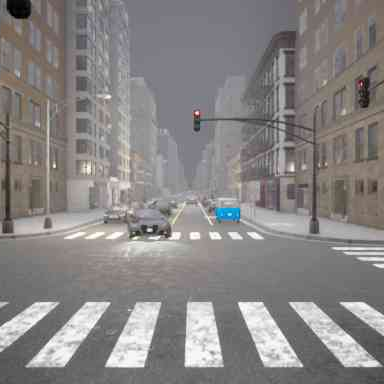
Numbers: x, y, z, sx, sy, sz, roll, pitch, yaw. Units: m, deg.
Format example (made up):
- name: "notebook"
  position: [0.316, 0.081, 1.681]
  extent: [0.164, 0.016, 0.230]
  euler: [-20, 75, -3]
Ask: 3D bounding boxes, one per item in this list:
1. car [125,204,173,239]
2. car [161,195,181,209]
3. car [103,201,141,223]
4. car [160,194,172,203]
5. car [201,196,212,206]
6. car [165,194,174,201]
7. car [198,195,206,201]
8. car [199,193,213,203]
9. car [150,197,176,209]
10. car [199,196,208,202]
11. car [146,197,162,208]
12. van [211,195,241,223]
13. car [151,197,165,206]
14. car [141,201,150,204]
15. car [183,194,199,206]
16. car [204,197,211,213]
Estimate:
- name: "car"
  position: [-2.286, 1.559, 17.199]
  extent: [1.994, 1.385, 4.181]
  euler: [0, 0, -10]
- name: "car"
  position: [-2.849, 1.498, 44.623]
  extent: [1.837, 1.490, 4.892]
  euler: [0, 0, 0]
- name: "car"
  position: [-5.395, 1.548, 24.978]
  extent: [2.008, 1.369, 4.403]
  euler: [0, 0, 0]
- name: "car"
  position: [-5.407, 1.288, 70.432]
  extent: [2.192, 1.841, 5.009]
  euler: [0, 0, 0]
- name: "car"
  position: [2.624, 1.573, 47.714]
  extent: [1.802, 1.307, 4.206]
  euler: [0, 0, 0]
- name: "car"
  position: [-5.410, 1.404, 81.796]
  extent: [1.967, 1.590, 4.097]
  euler: [0, 0, 0]
- name: "car"
  position: [2.614, 1.525, 87.483]
  extent: [1.947, 1.339, 4.313]
  euler: [0, 0, 0]
- name: "car"
  position: [2.623, 1.302, 53.395]
  extent: [2.192, 1.841, 5.009]
  euler: [0, 0, 0]
- name: "car"
  position: [-2.856, 1.474, 31.297]
  extent: [1.882, 1.535, 5.008]
  euler: [0, 0, 0]
- name: "car"
  position: [2.617, 1.519, 76.120]
  extent: [2.008, 1.369, 4.403]
  euler: [0, 0, 0]
- name: "car"
  position: [-5.401, 1.516, 47.536]
  extent: [1.752, 1.417, 4.829]
  euler: [0, 0, 0]
- name: "van"
  position: [2.630, 1.338, 24.989]
  extent: [1.690, 1.788, 3.998]
  euler: [0, 0, 0]
- name: "car"
  position: [-5.402, 1.552, 53.388]
  extent: [1.947, 1.339, 4.313]
  euler: [0, 0, 0]
- name: "car"
  position: [-5.397, 1.541, 30.660]
  extent: [1.887, 1.381, 4.507]
  euler: [0, 0, 0]
- name: "car"
  position: [-0.016, 1.533, 54.701]
  extent: [2.033, 1.411, 5.357]
  euler: [0, 0, 0]
- name: "car"
  position: [2.627, 1.578, 36.351]
  extent: [1.802, 1.307, 4.206]
  euler: [0, 0, 0]
